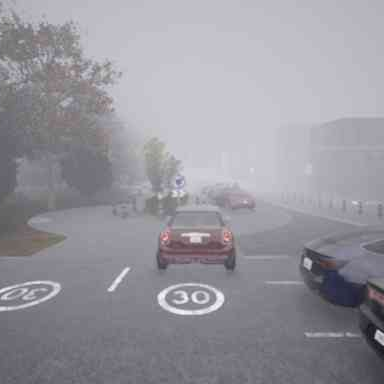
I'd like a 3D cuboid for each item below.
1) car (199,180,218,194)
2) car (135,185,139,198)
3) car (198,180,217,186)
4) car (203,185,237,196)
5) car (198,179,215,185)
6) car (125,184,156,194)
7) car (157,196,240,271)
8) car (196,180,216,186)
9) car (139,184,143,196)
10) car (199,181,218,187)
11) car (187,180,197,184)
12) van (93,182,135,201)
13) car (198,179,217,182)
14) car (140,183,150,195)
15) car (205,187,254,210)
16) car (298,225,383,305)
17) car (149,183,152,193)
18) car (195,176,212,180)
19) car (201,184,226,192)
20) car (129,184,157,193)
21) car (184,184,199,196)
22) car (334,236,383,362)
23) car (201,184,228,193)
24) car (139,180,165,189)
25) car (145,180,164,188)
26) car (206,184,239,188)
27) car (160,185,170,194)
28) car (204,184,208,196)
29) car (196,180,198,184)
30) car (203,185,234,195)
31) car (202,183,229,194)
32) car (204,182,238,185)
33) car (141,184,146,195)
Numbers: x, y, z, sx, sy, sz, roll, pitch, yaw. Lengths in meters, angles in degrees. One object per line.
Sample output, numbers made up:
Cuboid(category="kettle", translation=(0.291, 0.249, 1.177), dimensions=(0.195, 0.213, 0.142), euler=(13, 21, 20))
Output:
Cuboid(category="car", translation=(4.108, -0.365, 47.299), dimensions=(5.566, 2.045, 2.435), euler=(0, 2, 0))
Cuboid(category="car", translation=(-8.926, 0.141, 38.727), dimensions=(4.674, 1.452, 2.002), euler=(0, 1, 0))
Cuboid(category="car", translation=(4.044, -2.397, 89.040), dimensions=(5.008, 1.535, 2.097), euler=(0, 4, 0))
Cuboid(category="car", translation=(4.136, -0.201, 50.095), dimensions=(4.892, 1.521, 2.231), euler=(0, 2, 0))
Cuboid(category="car", translation=(4.058, -2.913, 94.458), dimensions=(4.553, 1.767, 2.185), euler=(0, 4, 0))
Cuboid(category="car", translation=(-8.964, -0.525, 58.238), dimensions=(5.008, 1.535, 2.097), euler=(0, 3, 0))
Cuboid(category="car", translation=(0.202, 1.187, 10.586), dimensions=(2.097, 1.767, 4.553), euler=(0, 1, 3))
Cuboid(category="car", translation=(3.847, -2.600, 91.815), dimensions=(5.366, 1.575, 1.946), euler=(0, 4, 0))
Cuboid(category="car", translation=(-8.933, 0.079, 41.512), dimensions=(4.674, 1.452, 2.002), euler=(0, 1, 0))
Cuboid(category="car", translation=(4.055, -1.957, 83.491), dimensions=(4.674, 1.452, 2.002), euler=(0, 4, 0))
Cuboid(category="car", translation=(-0.475, -1.491, 77.778), dimensions=(1.895, 1.301, 4.718), euler=(0, 4, 0))
Cuboid(category="van", translation=(-8.791, -0.064, 36.049), dimensions=(4.442, 1.987, 1.878), euler=(1, 1, 0))
Cuboid(category="car", translation=(4.053, -1.225, 69.571), dimensions=(4.553, 1.767, 2.185), euler=(0, 3, 0))
Cuboid(category="car", translation=(-9.129, -0.116, 47.212), dimensions=(5.366, 1.575, 1.946), euler=(0, 2, 0))
Cuboid(category="car", translation=(2.995, 0.597, 25.529), dimensions=(1.994, 1.385, 4.181), euler=(-2, 4, -22))
Cuboid(category="car", translation=(4.549, 1.413, 6.374), dimensions=(4.792, 1.488, 2.163), euler=(0, 1, 0))
Cuboid(category="car", translation=(-9.135, -0.204, 50.006), dimensions=(5.366, 1.575, 1.946), euler=(0, 2, 0))
Cuboid(category="car", translation=(4.017, -2.448, 86.246), dimensions=(5.566, 2.045, 2.435), euler=(0, 4, 0))
Cuboid(category="car", translation=(4.068, -0.770, 64.020), dimensions=(4.792, 1.488, 2.163), euler=(0, 3, 0))
Cuboid(category="car", translation=(-8.970, -0.659, 61.152), dimensions=(4.892, 1.521, 2.231), euler=(0, 3, 0))
Cuboid(category="car", translation=(-0.307, -0.029, 45.914), dimensions=(1.812, 1.442, 4.674), euler=(0, 2, 0))
Cuboid(category="car", translation=(4.523, 1.425, 3.598), dimensions=(5.008, 1.535, 2.097), euler=(0, 1, 0))
Cuboid(category="car", translation=(4.133, -0.632, 61.236), dimensions=(4.792, 1.488, 2.163), euler=(0, 3, 0))
Cuboid(category="car", translation=(-9.036, -1.675, 74.929), dimensions=(5.566, 2.045, 2.435), euler=(0, 4, 0))
Cuboid(category="car", translation=(-9.052, -1.916, 80.505), dimensions=(4.553, 1.767, 2.185), euler=(0, 4, 0))
Cuboid(category="car", translation=(4.191, 0.188, 36.168), dimensions=(4.792, 1.488, 2.163), euler=(0, 1, 0))
Cuboid(category="car", translation=(-3.995, -0.319, 53.580), dimensions=(2.128, 1.511, 4.902), euler=(0, 2, 0))
Cuboid(category="car", translation=(4.126, 0.126, 38.951), dimensions=(4.792, 1.488, 2.163), euler=(0, 1, 0))
Cuboid(category="car", translation=(4.078, -1.434, 75.145), dimensions=(5.008, 1.535, 2.097), euler=(0, 4, 0))
Cuboid(category="car", translation=(4.152, -0.271, 52.873), dimensions=(4.792, 1.488, 2.163), euler=(0, 2, 0))
Cuboid(category="car", translation=(4.142, -0.658, 58.444), dimensions=(4.553, 1.767, 2.185), euler=(0, 3, 0))
Cuboid(category="car", translation=(4.118, -0.091, 41.732), dimensions=(4.553, 1.767, 2.185), euler=(0, 1, 0))
Cuboid(category="car", translation=(-8.966, -0.004, 44.423), dimensions=(4.792, 1.488, 2.163), euler=(0, 1, 0))
